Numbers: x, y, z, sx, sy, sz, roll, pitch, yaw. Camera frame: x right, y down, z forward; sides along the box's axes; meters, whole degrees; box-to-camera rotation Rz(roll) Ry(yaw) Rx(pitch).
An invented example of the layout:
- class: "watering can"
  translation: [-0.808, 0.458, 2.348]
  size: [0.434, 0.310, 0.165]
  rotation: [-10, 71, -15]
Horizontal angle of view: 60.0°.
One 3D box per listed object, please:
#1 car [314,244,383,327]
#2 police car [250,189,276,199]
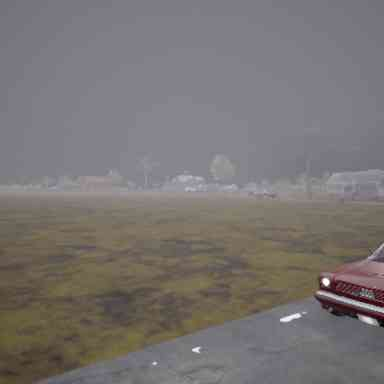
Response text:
- class: "car"
  translation: [4.392, 1.570, 6.197]
  size: [4.718, 1.301, 1.895]
  rotation: [0, 0, -35]
- class: "police car"
  translation: [12.795, 0.318, 59.928]
  size: [1.930, 1.638, 5.238]
  rotation: [1, 0, -35]
